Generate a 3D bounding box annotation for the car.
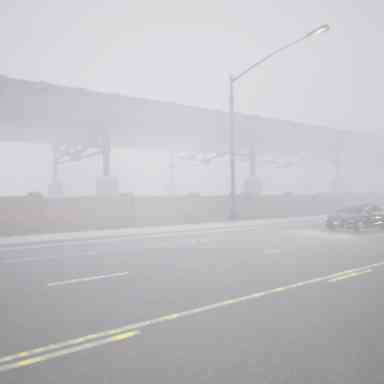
[{"bbox_3d":[9.802,1.471,19.512,4.892,1.490,1.837,0,0,-35],"label":"car"}]
